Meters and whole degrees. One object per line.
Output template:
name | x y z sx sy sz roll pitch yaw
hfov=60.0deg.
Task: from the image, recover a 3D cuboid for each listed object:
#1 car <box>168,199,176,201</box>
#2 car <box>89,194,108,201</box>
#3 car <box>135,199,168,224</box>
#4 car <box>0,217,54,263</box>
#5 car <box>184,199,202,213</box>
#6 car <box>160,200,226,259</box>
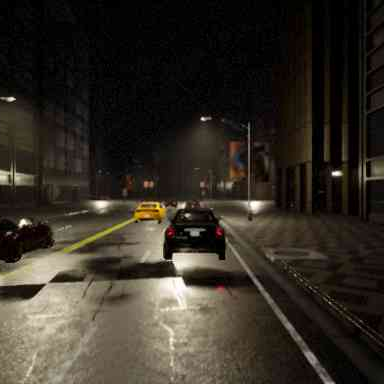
car | -3.170 1.719 50.393 1.895 1.301 4.718 0 0 0
car | -24.967 1.764 86.293 4.313 1.339 1.947 0 0 -1
car | -3.160 1.533 25.739 1.882 1.535 5.008 0 0 0
car | -6.603 1.587 11.863 1.994 1.385 4.181 0 0 0
car | 0.087 1.638 39.583 2.033 1.411 5.357 0 0 0
car | 0.093 1.376 12.912 2.097 1.767 4.553 0 0 0
